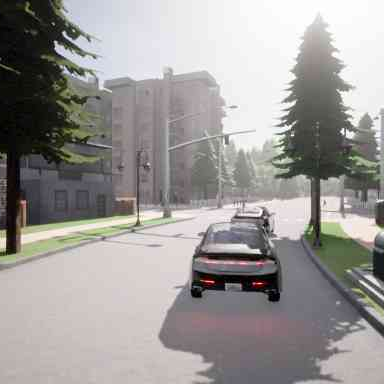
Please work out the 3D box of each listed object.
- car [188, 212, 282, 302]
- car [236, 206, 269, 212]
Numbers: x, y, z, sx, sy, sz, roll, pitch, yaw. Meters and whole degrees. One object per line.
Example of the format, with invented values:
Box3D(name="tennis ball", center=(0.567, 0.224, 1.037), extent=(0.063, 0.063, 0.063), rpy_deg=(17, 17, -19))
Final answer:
Box3D(name="car", center=(1.111, 1.492, 8.367), extent=(2.128, 1.511, 4.902), rpy_deg=(0, 0, 9))
Box3D(name="car", center=(3.242, 1.491, 17.473), extent=(2.128, 1.511, 4.902), rpy_deg=(0, 0, 18))
